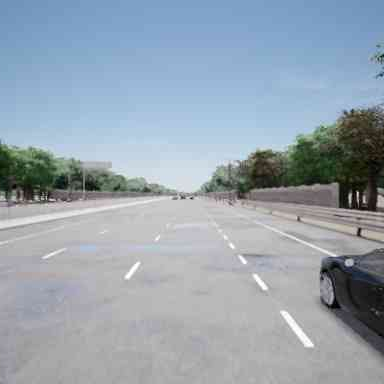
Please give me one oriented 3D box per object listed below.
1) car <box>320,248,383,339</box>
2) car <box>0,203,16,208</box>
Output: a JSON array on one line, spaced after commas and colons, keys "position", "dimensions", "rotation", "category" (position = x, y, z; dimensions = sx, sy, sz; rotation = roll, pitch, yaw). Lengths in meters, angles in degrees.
[{"position": [3.597, 1.515, 4.969], "dimensions": [1.882, 1.535, 5.008], "rotation": [0, 0, 0], "category": "car"}, {"position": [-17.597, 1.751, 30.820], "dimensions": [1.812, 1.442, 4.674], "rotation": [0, 0, 0], "category": "car"}]
